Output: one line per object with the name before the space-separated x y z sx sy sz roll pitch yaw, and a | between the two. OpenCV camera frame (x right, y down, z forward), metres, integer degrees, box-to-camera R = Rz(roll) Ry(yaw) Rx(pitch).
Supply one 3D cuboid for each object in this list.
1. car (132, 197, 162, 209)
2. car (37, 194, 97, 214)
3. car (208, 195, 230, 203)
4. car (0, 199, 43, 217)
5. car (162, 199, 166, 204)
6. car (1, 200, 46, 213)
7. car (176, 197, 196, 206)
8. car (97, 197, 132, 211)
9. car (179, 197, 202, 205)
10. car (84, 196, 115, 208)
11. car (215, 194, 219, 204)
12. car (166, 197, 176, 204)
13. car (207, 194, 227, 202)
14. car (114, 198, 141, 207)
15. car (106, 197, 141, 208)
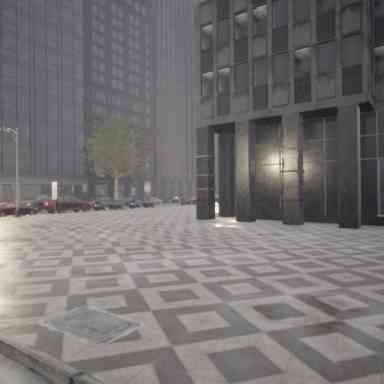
car | -6.448 1.508 43.816 1.947 1.339 4.313 -1 0 35
car | -12.870 1.289 34.546 2.192 1.841 5.009 -1 0 35
car | 5.461 1.415 65.535 2.128 1.511 4.902 -1 0 35
car | -16.078 1.575 29.909 1.802 1.307 4.206 -1 0 35
car | -7.130 1.543 57.806 1.752 1.417 4.829 -1 0 35
car | -19.874 1.641 39.401 1.947 1.339 4.313 -1 0 35
car | -0.028 1.461 53.088 1.887 1.381 4.507 -1 0 35
car | -9.658 1.524 39.181 1.947 1.339 4.313 -1 0 35
car | -0.218 1.505 57.319 1.994 1.385 4.181 -1 0 34
car | -13.455 1.483 48.673 1.967 1.590 4.097 -1 0 35
car | 3.180 1.221 57.725 2.192 1.841 5.009 -1 0 35
car | -3.822 1.573 62.583 1.947 1.339 4.313 -1 0 35
car | 5.808 1.295 76.493 2.192 1.841 5.009 -1 0 35
car | -10.243 1.612 53.310 1.802 1.307 4.206 -1 0 35
car | -10.022 1.496 48.760 2.128 1.511 4.902 -1 0 35
